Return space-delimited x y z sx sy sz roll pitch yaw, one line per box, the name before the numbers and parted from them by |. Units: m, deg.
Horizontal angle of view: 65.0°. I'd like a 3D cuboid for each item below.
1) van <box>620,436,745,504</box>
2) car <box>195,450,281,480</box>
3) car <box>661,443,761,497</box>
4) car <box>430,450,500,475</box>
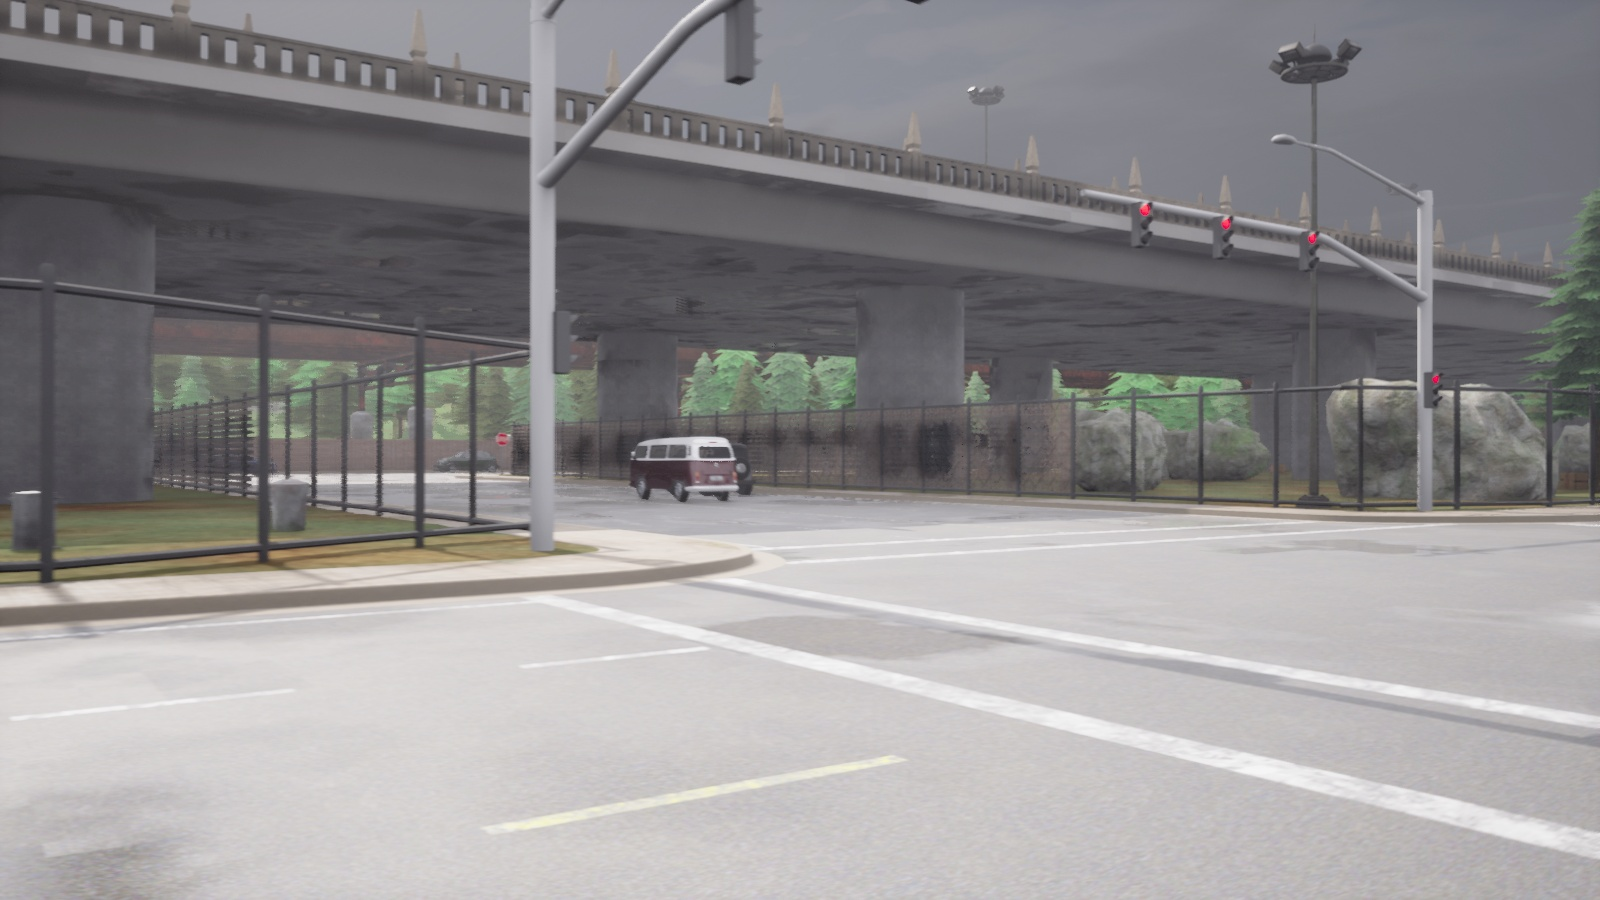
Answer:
van | -3.845 0.616 40.388 2.069 2.038 4.480 0 0 -35
car | -34.878 0.911 77.952 4.553 1.767 2.097 0 0 -34
car | -3.282 0.697 45.691 1.905 1.878 3.866 0 0 -35
car | -24.847 0.914 93.119 4.553 1.767 2.097 0 0 -34
